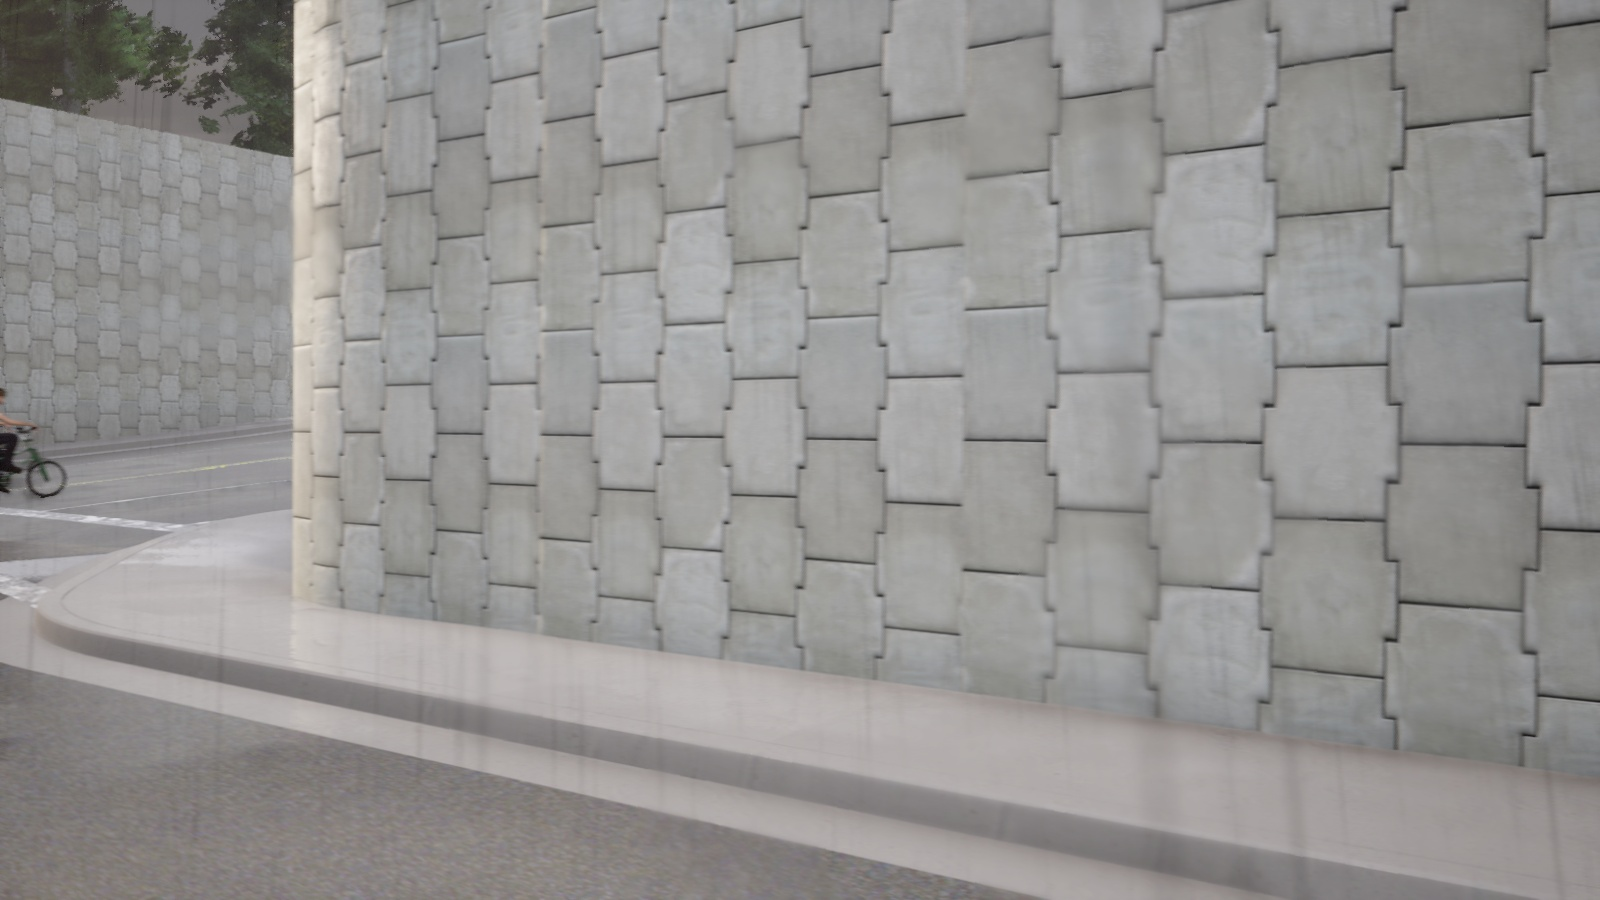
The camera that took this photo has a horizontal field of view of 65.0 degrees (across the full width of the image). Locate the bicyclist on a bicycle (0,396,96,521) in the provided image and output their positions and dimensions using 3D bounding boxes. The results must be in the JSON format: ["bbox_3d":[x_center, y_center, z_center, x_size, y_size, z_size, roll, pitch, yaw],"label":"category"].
[{"bbox_3d":[-10.859,0.109,17.466,0.866,1.612,1.509,0,5,35],"label":"bicyclist on a bicycle"}]
